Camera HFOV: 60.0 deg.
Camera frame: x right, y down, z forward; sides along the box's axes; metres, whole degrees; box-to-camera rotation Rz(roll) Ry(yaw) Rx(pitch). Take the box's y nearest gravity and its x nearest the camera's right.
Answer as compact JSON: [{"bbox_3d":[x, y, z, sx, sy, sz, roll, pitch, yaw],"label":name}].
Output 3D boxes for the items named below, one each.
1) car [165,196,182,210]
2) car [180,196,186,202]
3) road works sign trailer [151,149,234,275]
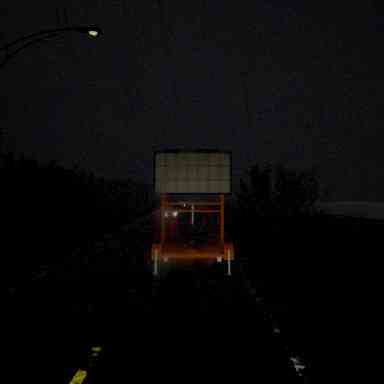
[{"bbox_3d":[-2.757,1.626,44.144,1.994,1.385,4.181,0,0,0],"label":"car"},{"bbox_3d":[-2.578,1.730,83.400,1.812,1.442,4.674,0,0,0],"label":"car"},{"bbox_3d":[0.022,0.471,10.427,2.380,3.560,2.880,0,0,0],"label":"road works sign trailer"}]
